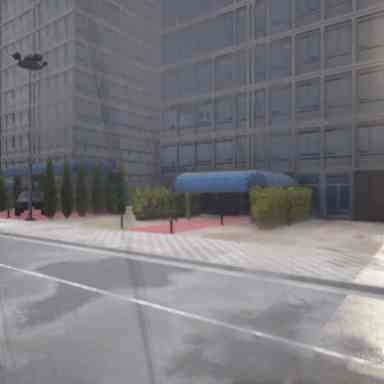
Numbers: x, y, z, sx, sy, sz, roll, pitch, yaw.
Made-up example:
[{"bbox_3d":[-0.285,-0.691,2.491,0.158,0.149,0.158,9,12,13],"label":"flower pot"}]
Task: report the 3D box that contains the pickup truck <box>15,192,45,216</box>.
[{"bbox_3d":[-14.690,1.006,30.465,2.390,2.098,6.274,0,0,-24],"label":"pickup truck"}]
